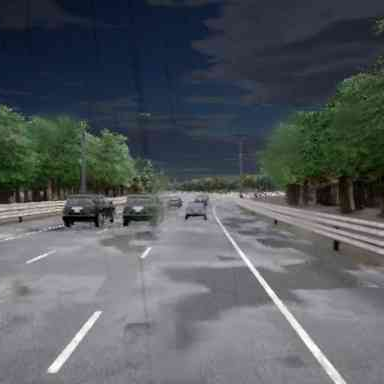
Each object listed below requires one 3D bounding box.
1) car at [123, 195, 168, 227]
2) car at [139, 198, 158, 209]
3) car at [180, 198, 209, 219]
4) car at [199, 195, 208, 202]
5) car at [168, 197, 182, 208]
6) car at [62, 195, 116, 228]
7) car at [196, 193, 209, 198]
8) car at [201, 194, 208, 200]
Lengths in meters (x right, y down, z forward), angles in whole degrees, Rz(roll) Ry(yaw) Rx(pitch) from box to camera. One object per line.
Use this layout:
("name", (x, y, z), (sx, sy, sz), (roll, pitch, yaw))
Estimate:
("car", (-3.213, 1.208, 22.864), (2.150, 2.045, 5.566), (0, 0, 1))
("car", (-5.919, 1.516, 45.846), (1.994, 1.385, 4.181), (0, 0, 3))
("car", (0.379, 1.541, 28.640), (2.033, 1.411, 5.357), (0, 0, 2))
("car", (2.566, 1.382, 74.232), (1.837, 1.490, 4.892), (0, 0, 3))
("car", (-2.363, 1.451, 47.155), (2.128, 1.511, 4.902), (0, 0, 3))
("car", (-6.724, 1.199, 22.300), (2.150, 2.045, 5.566), (0, 0, 1))
("car", (1.424, 1.303, 54.349), (2.097, 1.767, 4.553), (0, 0, 3))
("car", (3.206, 1.370, 85.139), (1.812, 1.442, 4.674), (0, 0, 3))
